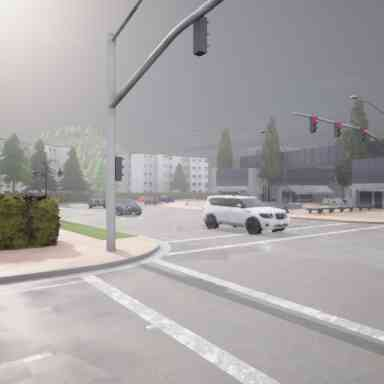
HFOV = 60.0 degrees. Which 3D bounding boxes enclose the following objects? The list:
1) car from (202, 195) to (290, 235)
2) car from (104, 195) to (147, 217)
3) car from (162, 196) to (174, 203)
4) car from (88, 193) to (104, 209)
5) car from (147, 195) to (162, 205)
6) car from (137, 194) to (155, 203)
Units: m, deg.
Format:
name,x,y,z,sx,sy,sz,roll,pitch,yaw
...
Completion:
name,x,y,z,sx,sy,sz,roll,pitch,yaw
car,2.894,1.221,19.168,2.150,2.045,5.566,0,0,-38
car,-6.466,1.351,31.785,2.097,1.767,4.553,0,0,-32
car,-5.299,1.478,69.547,1.882,1.535,5.008,0,0,20
car,-13.007,1.212,45.832,2.150,2.045,5.566,0,1,-15
car,-7.213,1.547,59.082,2.033,1.411,5.357,0,0,3
car,-9.314,1.352,68.077,2.097,1.767,4.553,0,0,15
